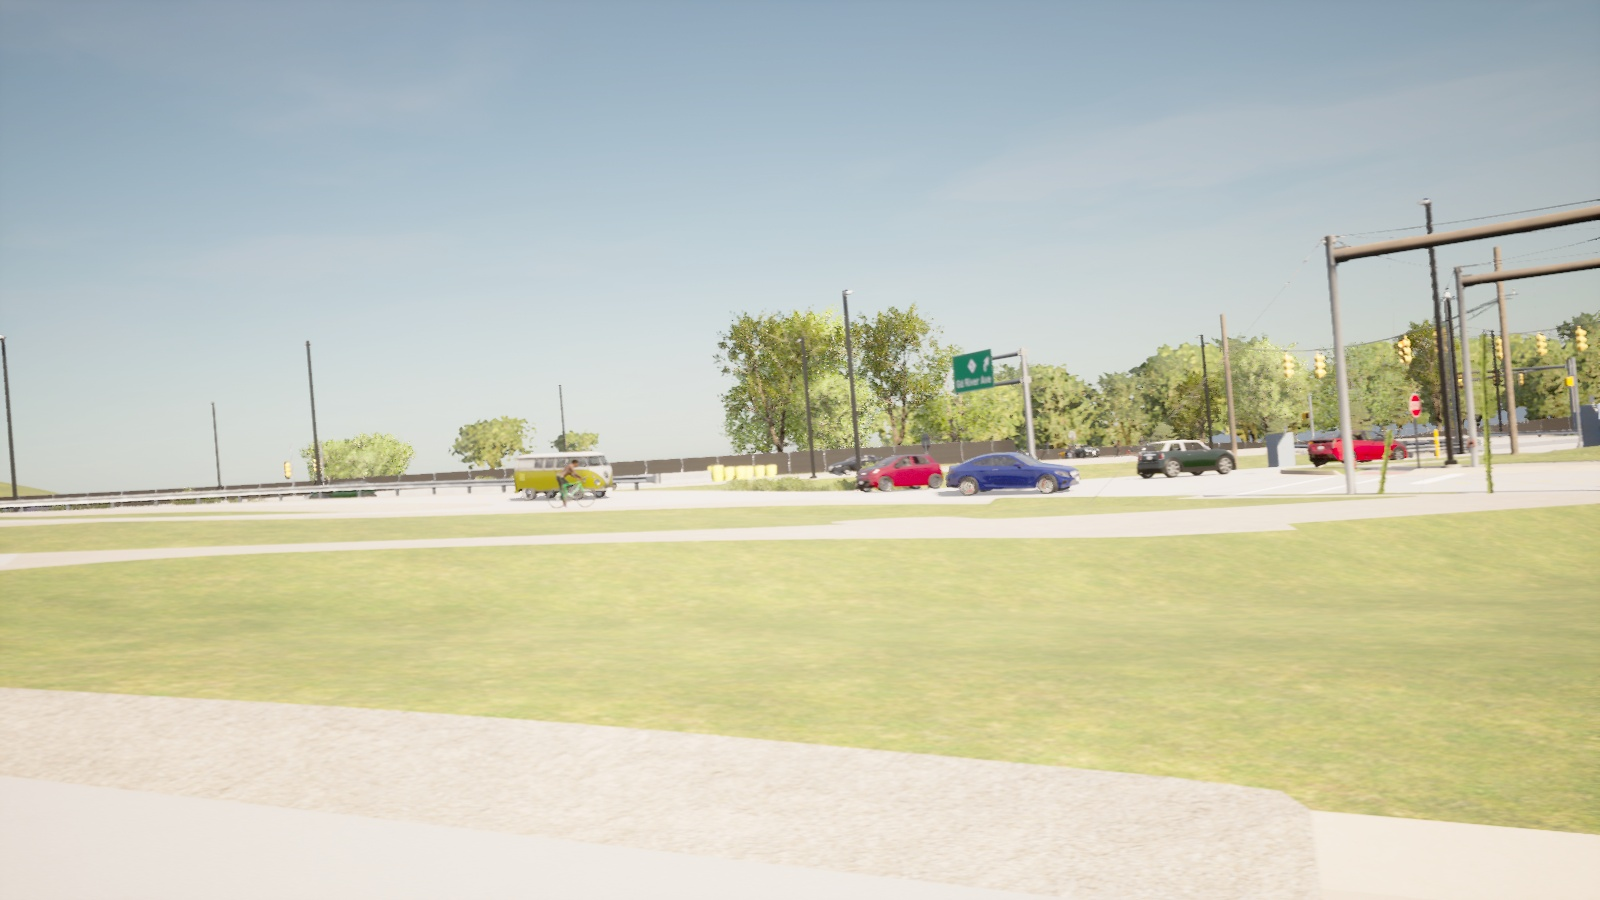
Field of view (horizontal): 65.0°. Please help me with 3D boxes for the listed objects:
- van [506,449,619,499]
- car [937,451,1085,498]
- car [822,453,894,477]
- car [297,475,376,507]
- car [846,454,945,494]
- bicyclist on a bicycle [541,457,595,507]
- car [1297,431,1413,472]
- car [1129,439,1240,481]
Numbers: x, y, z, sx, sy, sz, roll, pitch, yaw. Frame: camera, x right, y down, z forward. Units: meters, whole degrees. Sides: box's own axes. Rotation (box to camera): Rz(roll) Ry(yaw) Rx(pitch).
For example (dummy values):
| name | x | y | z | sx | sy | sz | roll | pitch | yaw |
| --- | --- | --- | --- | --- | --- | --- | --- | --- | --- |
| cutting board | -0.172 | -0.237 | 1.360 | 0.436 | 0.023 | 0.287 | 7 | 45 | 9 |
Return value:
| name | x | y | z | sx | sy | sz | roll | pitch | yaw |
| --- | --- | --- | --- | --- | --- | --- | --- | --- | --- |
| van | -9.919 | 1.010 | 52.464 | 4.442 | 1.987 | 1.775 | -1 | 1 | 28 |
| car | 7.325 | 0.856 | 43.675 | 4.674 | 1.442 | 1.812 | -2 | 1 | 30 |
| car | 4.380 | 1.125 | 95.106 | 4.902 | 1.511 | 2.128 | -3 | -1 | -23 |
| car | -29.663 | 2.618 | 80.382 | 4.553 | 1.767 | 2.097 | -3 | -1 | -23 |
| car | 3.953 | 1.013 | 52.067 | 3.633 | 1.501 | 1.845 | -2 | -1 | -30 |
| bicyclist on a bicycle | -7.781 | 1.073 | 42.123 | 1.656 | 1.620 | 0.582 | 0 | -2 | -24 |
| car | 23.964 | 0.063 | 54.192 | 4.514 | 1.525 | 2.007 | -2 | -1 | -25 |
| car | 15.441 | 0.410 | 50.446 | 3.806 | 1.475 | 1.970 | -2 | -1 | -21 |
